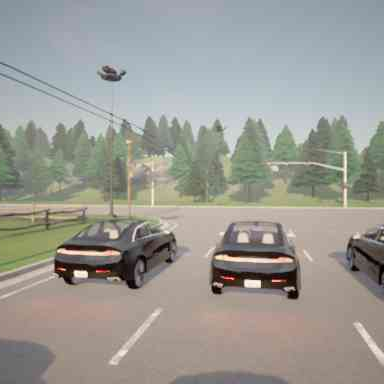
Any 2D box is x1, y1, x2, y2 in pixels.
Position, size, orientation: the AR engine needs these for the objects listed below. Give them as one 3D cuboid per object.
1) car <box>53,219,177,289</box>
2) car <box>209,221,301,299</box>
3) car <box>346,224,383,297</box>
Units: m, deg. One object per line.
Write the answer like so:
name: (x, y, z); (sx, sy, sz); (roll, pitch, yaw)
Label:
car: (-1.787, 1.489, 9.261); (2.128, 1.511, 4.902); (0, 0, 12)
car: (1.639, 1.488, 8.539); (2.128, 1.511, 4.902); (0, 0, 12)
car: (5.067, 1.488, 7.832); (2.128, 1.511, 4.902); (0, 0, 12)
